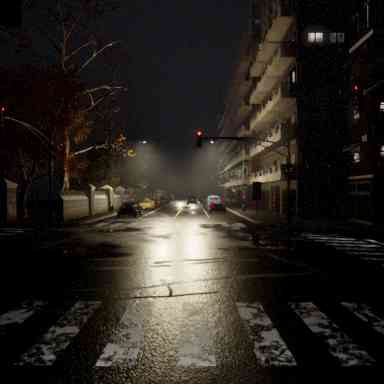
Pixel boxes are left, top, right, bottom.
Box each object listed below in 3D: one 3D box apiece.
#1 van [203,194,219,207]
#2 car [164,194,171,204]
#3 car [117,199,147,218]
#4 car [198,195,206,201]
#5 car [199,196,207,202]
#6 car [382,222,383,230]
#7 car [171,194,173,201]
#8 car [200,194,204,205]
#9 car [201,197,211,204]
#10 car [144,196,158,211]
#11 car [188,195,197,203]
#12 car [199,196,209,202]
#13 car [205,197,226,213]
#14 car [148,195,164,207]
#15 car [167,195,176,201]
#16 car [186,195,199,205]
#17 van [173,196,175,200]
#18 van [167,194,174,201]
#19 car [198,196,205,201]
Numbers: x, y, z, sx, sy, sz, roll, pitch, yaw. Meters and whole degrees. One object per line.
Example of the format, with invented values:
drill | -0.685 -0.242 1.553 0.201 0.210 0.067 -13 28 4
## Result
van | 2.698 1.366 42.123 1.690 1.788 3.998 0 0 0
car | -5.681 1.498 64.646 1.967 1.590 4.097 0 0 0
car | -5.684 1.580 30.863 1.947 1.339 4.313 0 0 0
car | 2.702 1.544 87.164 1.967 1.590 4.097 0 0 0
car | 2.700 1.635 81.534 1.887 1.381 4.507 0 0 0
car | 13.468 1.604 18.539 5.009 1.841 2.192 1 -1 -1
car | -5.680 1.508 70.275 1.967 1.590 4.097 0 0 0
car | 2.699 1.480 53.384 1.967 1.590 4.097 0 0 0
car | 2.699 1.602 64.643 1.887 1.381 4.507 0 0 0
car | -5.683 1.550 41.955 1.752 1.417 4.829 0 0 0
car | 0.009 1.444 69.998 1.837 1.490 4.892 0 0 0
car | 2.700 1.629 75.904 2.008 1.369 4.403 0 0 0
car | 2.697 1.564 36.492 1.887 1.381 4.507 0 0 0
car | -5.682 1.347 47.755 2.192 1.841 5.009 0 0 0
car | -5.678 1.669 92.794 2.008 1.369 4.403 0 0 0
car | 0.006 1.597 59.579 2.033 1.411 5.357 0 0 0
van | -5.679 1.432 81.536 1.690 1.788 3.998 0 0 0
van | -5.678 1.445 87.165 1.690 1.788 3.998 0 0 0
car | 2.702 1.700 92.795 1.802 1.307 4.206 0 0 0
